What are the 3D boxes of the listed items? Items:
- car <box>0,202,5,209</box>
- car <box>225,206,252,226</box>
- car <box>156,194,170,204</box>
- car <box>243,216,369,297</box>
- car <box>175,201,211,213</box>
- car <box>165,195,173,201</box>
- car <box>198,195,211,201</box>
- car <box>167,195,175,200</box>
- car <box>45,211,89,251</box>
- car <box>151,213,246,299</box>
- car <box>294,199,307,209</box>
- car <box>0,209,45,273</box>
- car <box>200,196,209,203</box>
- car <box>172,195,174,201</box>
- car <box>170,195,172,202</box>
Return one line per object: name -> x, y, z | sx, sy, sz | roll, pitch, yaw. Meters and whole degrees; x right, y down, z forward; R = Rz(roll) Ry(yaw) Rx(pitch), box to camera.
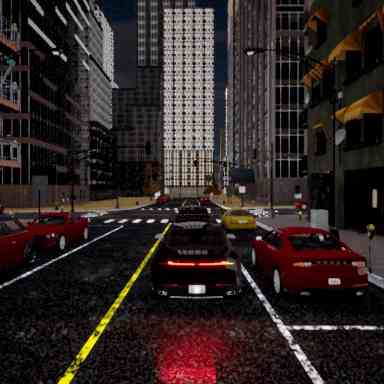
car -> -23.908, 1.738, 38.277 | 4.097, 1.590, 1.967 | -1, 1, -1
car -> 2.651, 1.519, 19.689 | 1.752, 1.417, 4.829 | -1, 0, 0
car -> -5.799, 1.531, 63.032 | 1.887, 1.381, 4.507 | -1, 0, 0
car -> 2.670, 1.542, 8.472 | 1.887, 1.381, 4.507 | -1, 0, 0
car -> 0.067, 1.472, 18.675 | 1.882, 1.535, 5.008 | 0, 0, 0
car -> -5.835, 1.509, 85.101 | 1.752, 1.417, 4.829 | -1, 0, 0
car -> 2.580, 1.426, 63.045 | 1.967, 1.590, 4.097 | -1, 0, 0
car -> -5.843, 1.528, 90.830 | 1.887, 1.381, 4.507 | -1, 0, 0
car -> -5.720, 1.540, 13.996 | 1.887, 1.381, 4.507 | -1, 0, 0
car -> 0.086, 1.502, 8.402 | 1.837, 1.490, 4.892 | 0, 0, 0
car -> 14.190, 1.249, 38.662 | 4.507, 1.381, 1.887 | -1, 1, -1
car -> -5.712, 1.437, 8.472 | 1.967, 1.590, 4.097 | -1, 0, 0
car -> 2.572, 1.511, 68.774 | 1.752, 1.417, 4.829 | -1, 0, 0
car -> -5.819, 1.300, 74.152 | 2.192, 1.841, 5.009 | -1, 0, 0
car -> -5.810, 1.301, 68.592 | 2.192, 1.841, 5.009 | -1, 0, 0
